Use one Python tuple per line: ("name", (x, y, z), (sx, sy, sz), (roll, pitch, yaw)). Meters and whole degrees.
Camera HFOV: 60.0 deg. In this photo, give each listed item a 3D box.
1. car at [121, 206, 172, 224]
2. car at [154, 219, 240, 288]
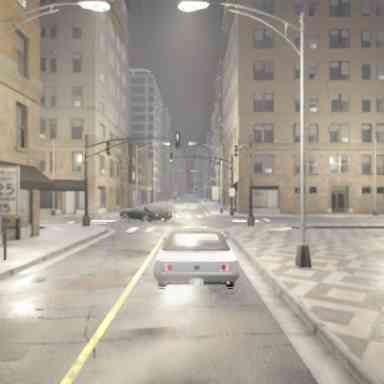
("car", (-3.787, 1.770, 26.762), (1.895, 1.301, 4.718), (0, -1, -44))
("car", (0.102, 1.661, 9.384), (1.895, 1.301, 4.718), (0, 0, 0))
